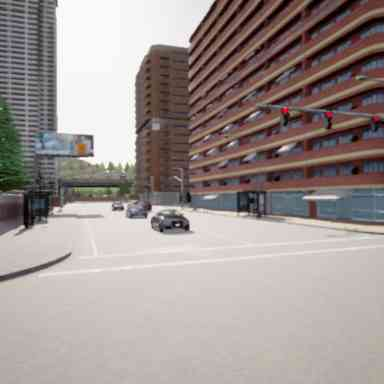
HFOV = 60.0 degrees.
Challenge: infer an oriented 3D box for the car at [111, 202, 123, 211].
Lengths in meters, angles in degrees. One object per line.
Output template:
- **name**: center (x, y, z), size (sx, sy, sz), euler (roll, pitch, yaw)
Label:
- **car**: center (-12.404, 2.461, 55.651), size (1.837, 1.490, 4.892), euler (0, -1, -18)

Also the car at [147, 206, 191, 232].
- **car**: center (-1.529, 1.910, 22.760), size (1.994, 1.385, 4.181), euler (0, -1, -18)

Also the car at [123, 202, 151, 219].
- **car**: center (-6.073, 2.111, 36.418), size (1.812, 1.442, 4.674), euler (0, -1, -19)

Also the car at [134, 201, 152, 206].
- **car**: center (-7.529, 2.294, 52.256), size (1.882, 1.535, 5.008), euler (0, -1, -18)
